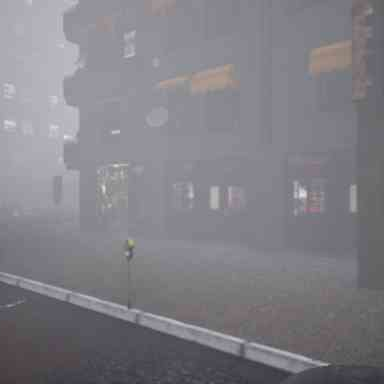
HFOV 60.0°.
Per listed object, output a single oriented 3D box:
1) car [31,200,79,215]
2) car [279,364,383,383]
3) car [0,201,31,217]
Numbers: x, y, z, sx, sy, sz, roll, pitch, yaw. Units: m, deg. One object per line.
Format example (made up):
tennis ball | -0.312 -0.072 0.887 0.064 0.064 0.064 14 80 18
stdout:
car | -13.198 1.381 32.114 1.752 1.417 4.829 1 1 35
car | 2.279 1.545 1.248 4.403 1.369 2.008 0 0 36
car | -16.288 1.482 27.689 2.008 1.369 4.403 1 1 35
